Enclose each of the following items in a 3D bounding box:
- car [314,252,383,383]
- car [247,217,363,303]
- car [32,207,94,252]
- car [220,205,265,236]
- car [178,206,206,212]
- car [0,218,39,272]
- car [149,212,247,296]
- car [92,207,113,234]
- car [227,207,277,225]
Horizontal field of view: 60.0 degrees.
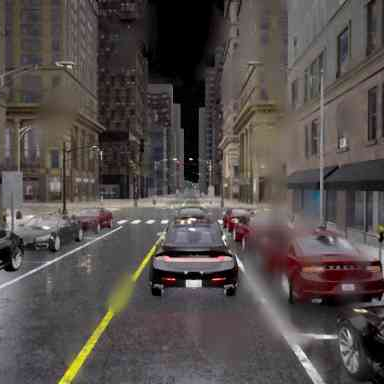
[{"bbox_3d":[2.753,1.565,2.580,1.947,1.339,4.313,-1,0,0],"label":"car"},{"bbox_3d":[2.750,1.543,8.084,1.887,1.381,4.507,-1,0,0],"label":"car"},{"bbox_3d":[-5.777,1.549,13.586,2.008,1.369,4.403,-1,0,0],"label":"car"},{"bbox_3d":[2.745,1.542,19.095,1.887,1.381,4.507,-1,0,0],"label":"car"},{"bbox_3d":[-0.006,1.502,17.717,1.837,1.490,4.892,0,0,0],"label":"car"},{"bbox_3d":[-5.775,1.564,8.081,1.947,1.339,4.313,-1,0,0],"label":"car"},{"bbox_3d":[0.050,1.490,8.613,2.128,1.511,4.902,0,0,0],"label":"car"},{"bbox_3d":[-5.780,1.542,19.092,1.887,1.381,4.507,-1,0,0],"label":"car"},{"bbox_3d":[2.748,1.543,13.590,1.887,1.381,4.507,-1,0,0],"label":"car"}]
